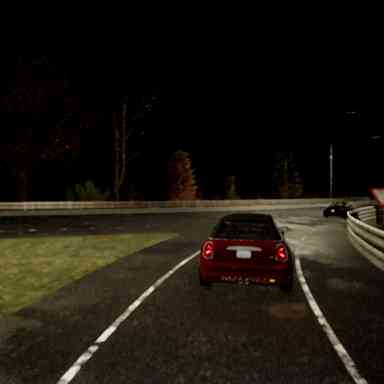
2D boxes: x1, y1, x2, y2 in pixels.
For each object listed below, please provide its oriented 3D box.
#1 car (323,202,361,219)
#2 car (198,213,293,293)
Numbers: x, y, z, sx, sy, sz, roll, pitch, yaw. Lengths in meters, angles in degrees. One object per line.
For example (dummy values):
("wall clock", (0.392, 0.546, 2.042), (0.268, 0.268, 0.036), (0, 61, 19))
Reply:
("car", (13.599, 1.603, 30.044), (4.181, 1.385, 1.994), (0, 0, -44))
("car", (1.576, 1.358, 9.226), (2.097, 1.767, 4.553), (0, 0, 12))
